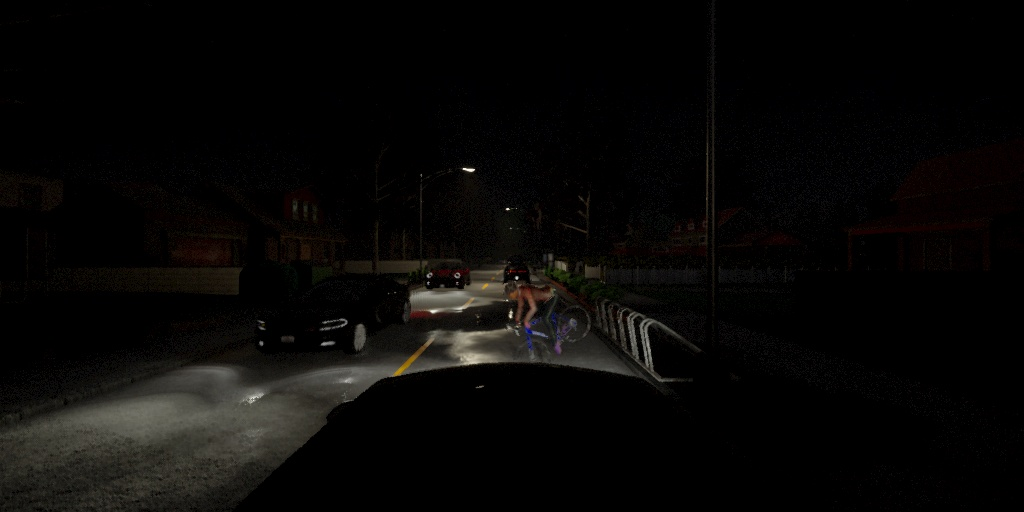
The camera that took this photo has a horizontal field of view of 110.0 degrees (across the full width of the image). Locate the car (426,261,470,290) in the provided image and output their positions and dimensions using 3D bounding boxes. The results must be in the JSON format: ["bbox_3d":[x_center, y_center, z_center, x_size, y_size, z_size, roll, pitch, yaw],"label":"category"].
[{"bbox_3d":[-3.874,1.100,22.294,2.097,1.767,4.553,0,0,1],"label":"car"}]

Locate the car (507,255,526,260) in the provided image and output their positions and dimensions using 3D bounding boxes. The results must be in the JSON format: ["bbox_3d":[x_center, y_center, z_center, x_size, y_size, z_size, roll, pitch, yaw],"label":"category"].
[{"bbox_3d":[0.519,0.965,43.475,2.150,2.045,5.566,0,0,1],"label":"car"}]

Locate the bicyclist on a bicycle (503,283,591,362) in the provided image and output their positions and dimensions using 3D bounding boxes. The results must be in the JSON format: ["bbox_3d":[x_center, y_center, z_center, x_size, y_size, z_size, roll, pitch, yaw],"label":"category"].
[{"bbox_3d":[0.480,1.068,6.056,1.656,1.620,0.582,-36,13,-17],"label":"bicyclist on a bicycle"}]

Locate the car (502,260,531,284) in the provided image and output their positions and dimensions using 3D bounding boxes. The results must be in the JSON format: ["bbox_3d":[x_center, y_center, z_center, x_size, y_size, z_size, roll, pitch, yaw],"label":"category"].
[{"bbox_3d":[0.354,1.252,27.024,1.837,1.490,4.892,0,0,1],"label":"car"}]

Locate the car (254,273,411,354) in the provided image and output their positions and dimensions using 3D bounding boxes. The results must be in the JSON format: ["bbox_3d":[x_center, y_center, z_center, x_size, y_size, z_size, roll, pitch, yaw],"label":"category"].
[{"bbox_3d":[-4.024,1.227,8.968,1.882,1.535,5.008,0,0,1],"label":"car"}]
